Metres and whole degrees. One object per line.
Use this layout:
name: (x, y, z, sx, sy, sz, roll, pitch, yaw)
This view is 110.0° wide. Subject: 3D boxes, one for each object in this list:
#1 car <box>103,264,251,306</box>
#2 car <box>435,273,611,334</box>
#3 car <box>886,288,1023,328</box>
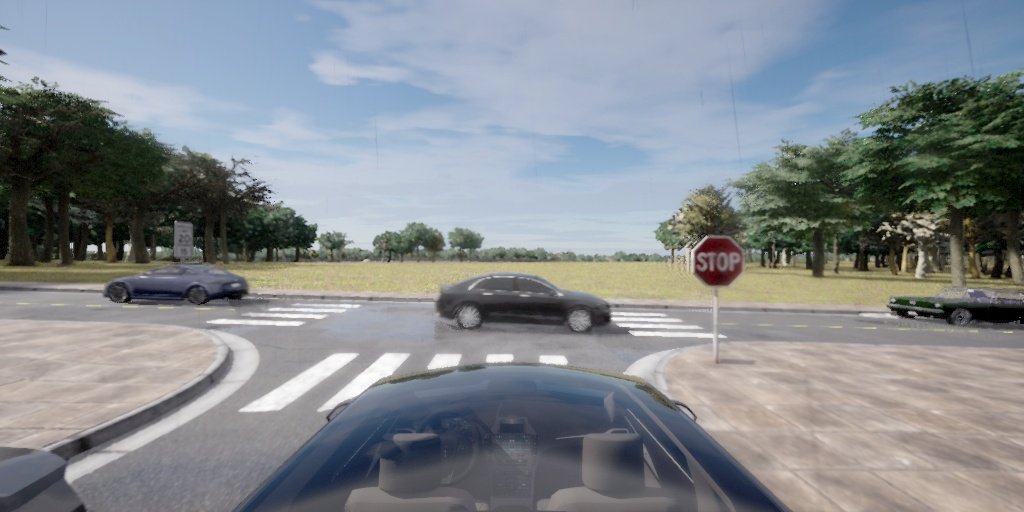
car: (-12.128, 0.988, 13.167, 4.181, 1.385, 1.994, 2, 0, 0)
car: (0.308, 1.253, 10.171, 4.892, 1.490, 1.837, 2, -1, 0)
car: (16.794, 1.840, 13.054, 4.718, 1.301, 1.895, 2, 0, 0)
